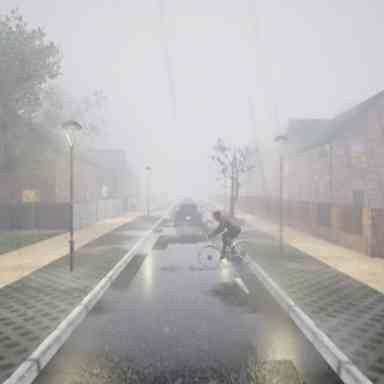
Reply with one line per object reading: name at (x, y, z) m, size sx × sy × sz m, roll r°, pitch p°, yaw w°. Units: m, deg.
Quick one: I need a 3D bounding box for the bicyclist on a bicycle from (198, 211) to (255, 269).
bicyclist on a bicycle at (0.943, 1.356, 9.510) m, size 1.656 × 1.620 × 0.582 m, roll -5°, pitch 0°, yaw -1°

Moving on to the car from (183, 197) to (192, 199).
car at (-0.669, 1.395, 48.749) m, size 1.812 × 1.442 × 4.674 m, roll 0°, pitch 0°, yaw -1°

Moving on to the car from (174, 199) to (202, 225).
car at (-0.265, 1.461, 23.390) m, size 1.812 × 1.442 × 4.674 m, roll 0°, pitch 0°, yaw -1°
